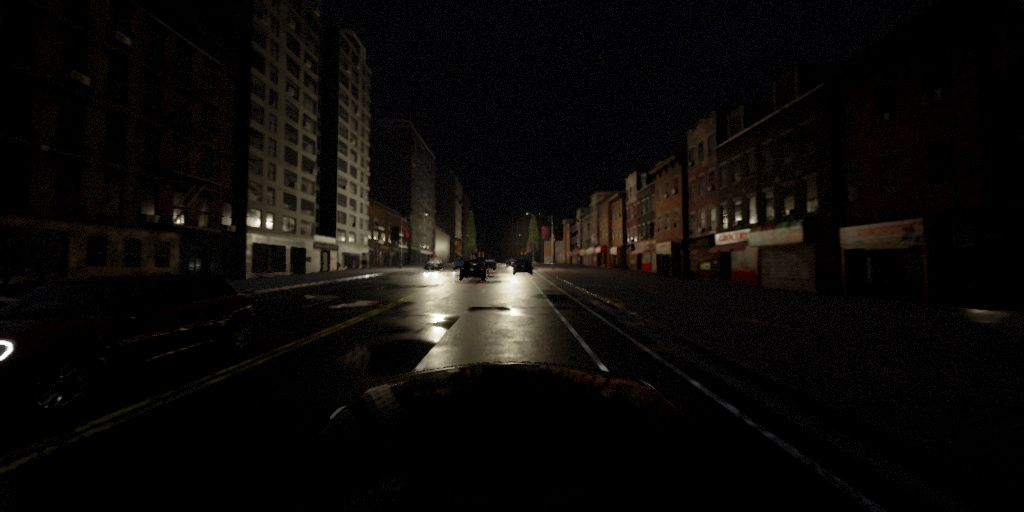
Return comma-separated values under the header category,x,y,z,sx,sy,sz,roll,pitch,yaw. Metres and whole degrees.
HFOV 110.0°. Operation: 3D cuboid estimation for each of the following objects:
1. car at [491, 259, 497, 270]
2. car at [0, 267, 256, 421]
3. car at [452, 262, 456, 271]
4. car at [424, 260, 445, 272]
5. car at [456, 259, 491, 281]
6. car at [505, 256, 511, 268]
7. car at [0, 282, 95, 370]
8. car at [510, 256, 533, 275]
category,x,y,z,sx,sy,sz,roll,pitch,yaw
car,-3.155,1.194,50.762,2.128,1.511,4.902,0,0,0
car,-6.599,1.102,5.838,2.097,1.767,4.553,0,0,0
car,-6.584,1.236,47.031,1.812,1.442,4.674,0,0,0
car,-9.837,1.204,45.589,2.128,1.511,4.902,0,0,0
car,-3.152,1.087,30.441,2.097,1.767,4.553,0,0,0
car,-0.005,1.179,57.455,2.128,1.511,4.902,0,0,0
car,-9.850,1.276,5.359,1.812,1.442,4.674,0,0,0
car,1.133,1.076,38.429,2.097,1.767,4.553,0,0,0
